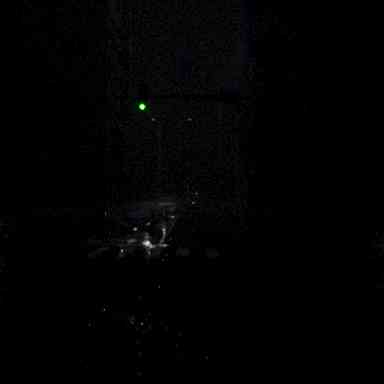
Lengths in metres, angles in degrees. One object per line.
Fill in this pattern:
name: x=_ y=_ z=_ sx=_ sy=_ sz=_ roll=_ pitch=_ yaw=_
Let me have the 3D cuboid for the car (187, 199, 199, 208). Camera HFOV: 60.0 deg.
car: x=0.165 y=2.136 z=61.234 sx=2.128 sy=1.511 sz=4.902 roll=0 pitch=-1 yaw=0

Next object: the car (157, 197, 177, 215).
car: x=-2.997 y=1.652 z=40.725 sx=2.150 sy=2.045 sz=5.566 roll=0 pitch=-1 yaw=0

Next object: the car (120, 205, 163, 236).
car: x=-3.050 y=1.742 z=20.172 sx=1.812 sy=1.442 sz=4.674 roll=0 pitch=-1 yaw=0

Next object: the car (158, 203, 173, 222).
car: x=-3.033 y=1.921 z=30.131 sx=1.895 sy=1.301 sz=4.718 roll=0 pitch=-1 yaw=0

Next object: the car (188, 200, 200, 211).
car: x=0.229 y=2.084 z=50.912 sx=2.033 sy=1.411 sz=5.357 roll=0 pitch=-1 yaw=0
